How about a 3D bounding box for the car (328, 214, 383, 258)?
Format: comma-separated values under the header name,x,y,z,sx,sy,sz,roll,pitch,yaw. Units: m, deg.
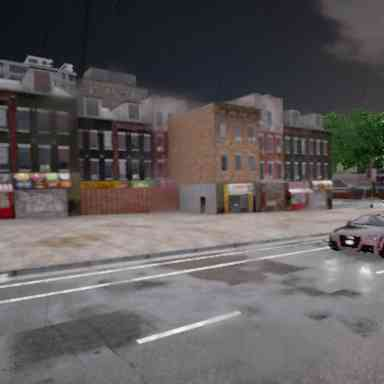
name,x,y,z,sx,sy,sz,roll,pitch,yaw
car,7.106,1.572,12.742,4.181,1.385,1.994,0,0,-35
